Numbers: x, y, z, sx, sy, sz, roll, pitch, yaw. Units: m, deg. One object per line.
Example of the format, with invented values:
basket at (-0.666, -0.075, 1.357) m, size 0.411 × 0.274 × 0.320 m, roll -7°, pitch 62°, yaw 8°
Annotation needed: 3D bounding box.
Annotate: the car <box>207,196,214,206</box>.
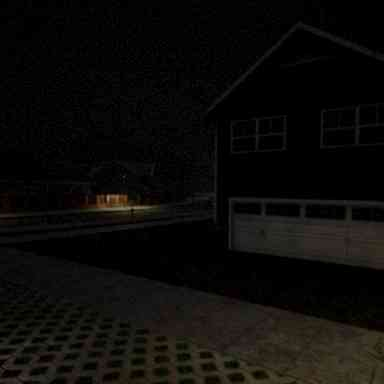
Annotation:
car at (3.469, 1.293, 47.854) m, size 1.837 × 1.490 × 4.892 m, roll 1°, pitch 0°, yaw 15°
